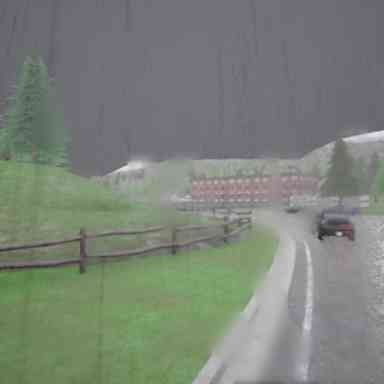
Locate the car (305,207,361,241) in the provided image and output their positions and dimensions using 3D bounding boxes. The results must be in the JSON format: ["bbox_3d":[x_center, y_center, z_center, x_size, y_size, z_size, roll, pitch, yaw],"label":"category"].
[{"bbox_3d":[7.990,1.886,19.253,1.837,1.490,4.892,0,-1,12],"label":"car"}]

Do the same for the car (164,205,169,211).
[{"bbox_3d":[-3.611,2.980,68.630,4.553,1.767,2.097,-1,-1,39],"label":"car"}]

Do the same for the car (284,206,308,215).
[{"bbox_3d":[15.018,2.545,46.476,1.895,1.301,4.718,0,-1,-23],"label":"car"}]

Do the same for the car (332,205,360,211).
[{"bbox_3d":[19.727,2.394,44.144,2.033,1.411,5.357,0,-1,-19],"label":"car"}]

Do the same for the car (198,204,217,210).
[{"bbox_3d":[3.048,3.104,67.556,4.181,1.385,1.994,-2,-2,39],"label":"car"}]

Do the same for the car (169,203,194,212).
[{"bbox_3d":[-1.714,3.027,62.421,4.181,1.385,1.994,-2,-2,41],"label":"car"}]
